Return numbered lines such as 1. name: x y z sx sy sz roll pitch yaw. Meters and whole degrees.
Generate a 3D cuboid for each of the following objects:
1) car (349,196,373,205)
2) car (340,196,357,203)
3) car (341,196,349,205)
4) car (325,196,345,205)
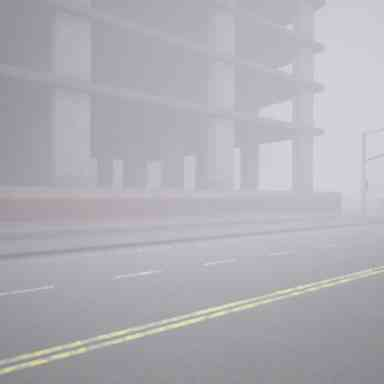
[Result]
1. car: 34.848 2.039 68.667 3.806 1.475 1.970 1 0 -35
2. car: 40.675 1.939 86.424 4.605 1.855 1.932 1 0 -35
3. car: 33.177 2.008 71.031 3.905 1.438 1.784 1 0 -35
4. car: 31.587 1.797 73.193 4.605 1.855 1.932 1 0 -35
